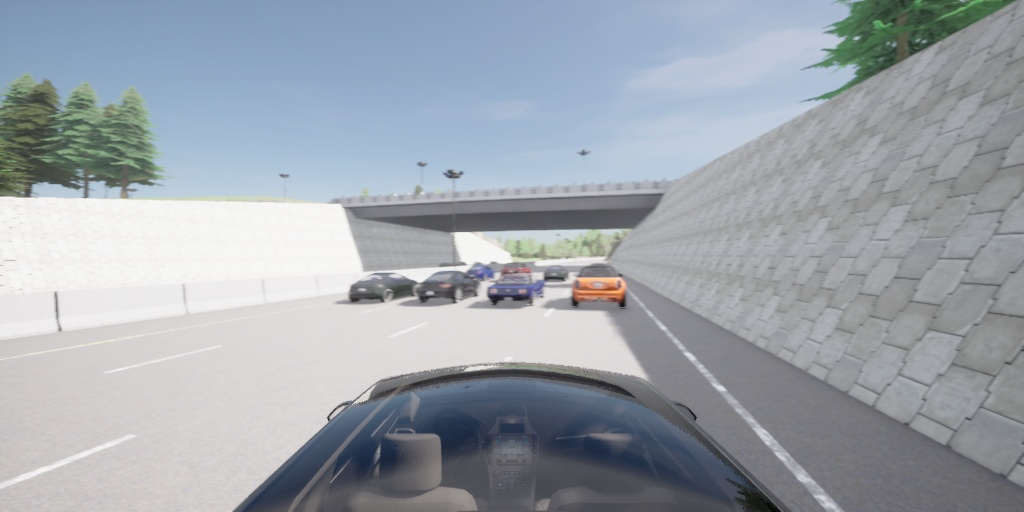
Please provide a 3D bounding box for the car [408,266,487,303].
[{"bbox_3d":[-2.969,1.430,17.598,1.812,1.442,4.674,-1,0,14],"label":"car"}]

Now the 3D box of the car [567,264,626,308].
[{"bbox_3d":[3.767,1.154,15.694,2.097,1.767,4.553,-1,-1,13],"label":"car"}]

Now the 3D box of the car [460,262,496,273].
[{"bbox_3d":[-2.898,1.542,33.008,1.812,1.442,4.674,-1,0,14],"label":"car"}]

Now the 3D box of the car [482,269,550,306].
[{"bbox_3d":[0.371,1.454,16.527,1.895,1.301,4.718,-1,0,13],"label":"car"}]

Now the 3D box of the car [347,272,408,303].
[{"bbox_3d":[-6.384,1.518,18.358,1.994,1.385,4.181,-1,0,13],"label":"car"}]

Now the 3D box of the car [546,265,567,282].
[{"bbox_3d":[3.896,1.481,31.325,1.994,1.385,4.181,-1,0,13],"label":"car"}]

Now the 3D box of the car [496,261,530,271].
[{"bbox_3d":[0.432,1.315,31.907,2.097,1.767,4.553,-1,-1,13],"label":"car"}]
